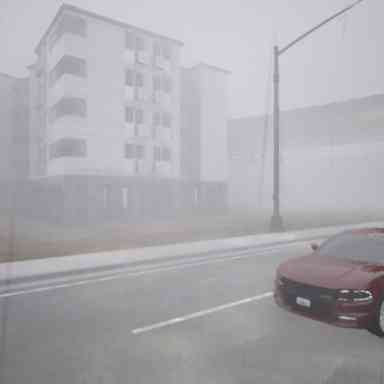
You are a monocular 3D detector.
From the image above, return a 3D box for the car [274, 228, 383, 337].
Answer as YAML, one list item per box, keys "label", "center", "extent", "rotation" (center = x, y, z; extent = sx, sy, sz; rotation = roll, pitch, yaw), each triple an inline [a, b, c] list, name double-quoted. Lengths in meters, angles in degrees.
- label: "car"
  center: [3.786, 1.519, 6.927]
  extent: [5.008, 1.535, 1.882]
  rotation: [0, 0, -38]
